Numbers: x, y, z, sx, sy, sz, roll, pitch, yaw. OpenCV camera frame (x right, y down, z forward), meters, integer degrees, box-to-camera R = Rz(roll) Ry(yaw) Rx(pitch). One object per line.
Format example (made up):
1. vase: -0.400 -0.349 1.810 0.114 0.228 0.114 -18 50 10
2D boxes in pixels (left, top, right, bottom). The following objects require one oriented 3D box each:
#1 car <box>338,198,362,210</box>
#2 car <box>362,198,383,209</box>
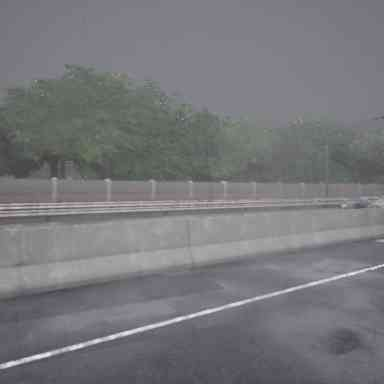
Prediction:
1. car: 18.760 1.405 38.066 4.902 1.511 2.128 0 0 -33
2. car: 20.192 1.444 34.823 4.674 1.442 1.812 0 0 -33
